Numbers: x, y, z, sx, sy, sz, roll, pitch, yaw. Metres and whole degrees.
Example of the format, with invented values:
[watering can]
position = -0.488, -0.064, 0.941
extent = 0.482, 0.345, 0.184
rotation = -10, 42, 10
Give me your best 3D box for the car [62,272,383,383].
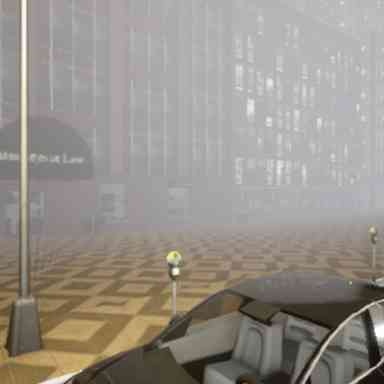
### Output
[car]
position = 0.848, 1.566, 3.044
extent = 4.313, 1.339, 1.947
rotation = 0, 0, -35
